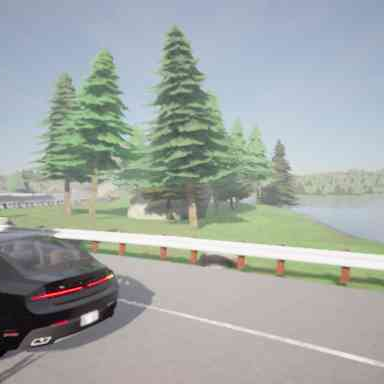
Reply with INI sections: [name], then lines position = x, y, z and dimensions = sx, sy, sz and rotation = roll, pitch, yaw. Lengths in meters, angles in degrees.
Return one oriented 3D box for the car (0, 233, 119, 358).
[car]
position = -3.476, 1.490, 5.851
dimensions = 4.892, 1.490, 1.837
rotation = 0, 0, 32
